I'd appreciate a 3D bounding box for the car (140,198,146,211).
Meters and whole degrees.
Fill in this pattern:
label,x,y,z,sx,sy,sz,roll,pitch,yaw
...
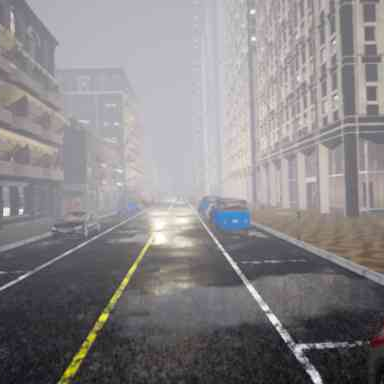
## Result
label,x,y,z,sx,sy,sz,roll,pitch,yaw
car,-7.058,1.727,40.888,1.802,1.307,4.206,-2,0,-2

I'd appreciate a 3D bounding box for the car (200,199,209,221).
label,x,y,z,sx,sy,sz,roll,pitch,yaw
car,1.913,1.435,24.250,2.008,1.369,4.403,-2,0,-2

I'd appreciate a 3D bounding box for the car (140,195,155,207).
label,x,y,z,sx,sy,sz,roll,pitch,yaw
car,-7.469,1.454,52.178,2.192,1.841,5.009,-2,0,-2

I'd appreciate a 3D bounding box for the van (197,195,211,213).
label,x,y,z,sx,sy,sz,roll,pitch,yaw
van,1.706,1.221,29.895,1.690,1.788,3.998,-2,0,-2

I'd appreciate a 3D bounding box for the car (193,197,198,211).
label,x,y,z,sx,sy,sz,roll,pitch,yaw
car,1.512,1.441,35.540,1.947,1.339,4.313,-2,0,-2

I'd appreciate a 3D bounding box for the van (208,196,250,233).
label,x,y,z,sx,sy,sz,roll,pitch,yaw
van,2.107,1.231,18.605,1.690,1.788,3.998,-2,0,-2

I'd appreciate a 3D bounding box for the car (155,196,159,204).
label,x,y,z,sx,sy,sz,roll,pitch,yaw
car,-7.861,1.699,63.468,1.947,1.339,4.313,-2,0,-2

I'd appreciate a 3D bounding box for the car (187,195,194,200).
label,x,y,z,sx,sy,sz,roll,pitch,yaw
car,-0.493,1.440,91.991,1.802,1.307,4.206,-2,0,-2

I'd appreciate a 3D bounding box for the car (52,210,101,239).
label,x,y,z,sx,sy,sz,roll,pitch,yaw
car,-6.257,1.713,18.308,2.008,1.369,4.403,-2,0,-2

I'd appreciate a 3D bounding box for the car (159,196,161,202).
label,x,y,z,sx,sy,sz,roll,pitch,yaw
car,-8.062,1.682,69.113,2.008,1.369,4.403,-2,0,-2

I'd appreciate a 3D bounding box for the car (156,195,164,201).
label,x,y,z,sx,sy,sz,roll,pitch,yaw
car,-8.865,1.676,91.694,1.887,1.381,4.507,-2,0,-2

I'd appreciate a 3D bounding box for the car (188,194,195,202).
label,x,y,z,sx,sy,sz,roll,pitch,yaw
car,0.108,1.439,75.055,1.802,1.307,4.206,-2,0,-2

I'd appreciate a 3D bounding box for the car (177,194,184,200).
label,x,y,z,sx,sy,sz,roll,pitch,yaw
car,-2.875,1.277,83.080,1.837,1.490,4.892,-2,0,-2

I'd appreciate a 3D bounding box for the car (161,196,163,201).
label,x,y,z,sx,sy,sz,roll,pitch,yaw
car,-8.458,1.656,80.233,1.752,1.417,4.829,-2,0,-2

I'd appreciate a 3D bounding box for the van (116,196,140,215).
label,x,y,z,sx,sy,sz,roll,pitch,yaw
van,-6.866,1.490,35.243,1.690,1.788,3.998,-2,0,-2

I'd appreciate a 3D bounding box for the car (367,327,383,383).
label,x,y,z,sx,sy,sz,roll,pitch,yaw
car,2.713,1.348,1.670,1.967,1.590,4.097,-2,0,-2

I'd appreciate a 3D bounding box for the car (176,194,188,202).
label,x,y,z,sx,sy,sz,roll,pitch,yaw
car,-2.513,1.533,73.114,1.895,1.301,4.718,-2,0,-2

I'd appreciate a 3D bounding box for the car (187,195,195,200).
label,x,y,z,sx,sy,sz,roll,pitch,yaw
car,-0.293,1.423,86.345,1.947,1.339,4.313,-2,0,-2
